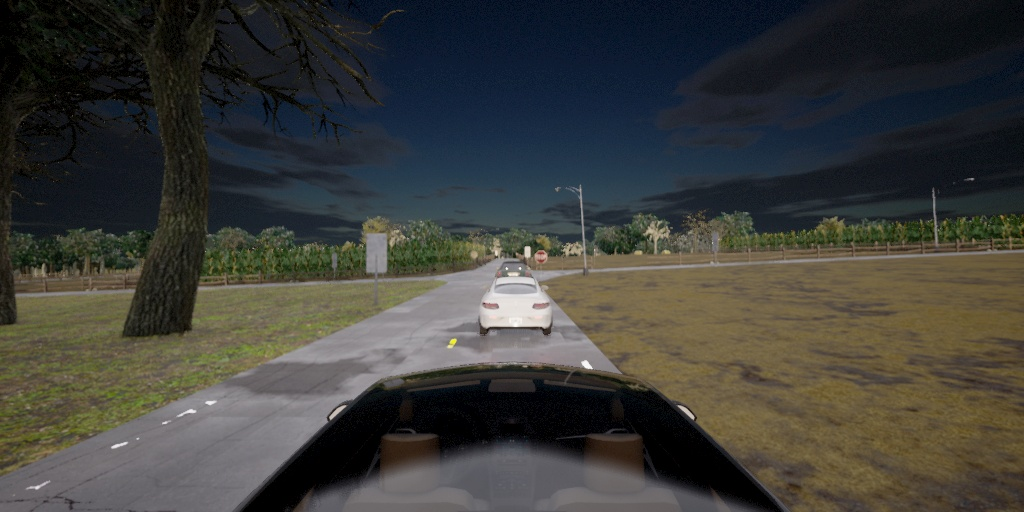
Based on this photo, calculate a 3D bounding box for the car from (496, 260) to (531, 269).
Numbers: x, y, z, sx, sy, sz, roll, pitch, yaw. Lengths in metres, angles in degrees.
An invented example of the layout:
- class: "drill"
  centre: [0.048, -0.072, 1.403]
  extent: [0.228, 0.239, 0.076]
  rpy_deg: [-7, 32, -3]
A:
- class: "car"
  centre: [0.083, 1.101, 22.275]
  extent: [2.097, 1.767, 4.553]
  rpy_deg: [0, 0, 0]

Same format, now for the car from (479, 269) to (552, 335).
- class: "car"
  centre: [0.097, 1.293, 10.430]
  extent: [1.812, 1.442, 4.674]
  rpy_deg: [0, 0, 0]
